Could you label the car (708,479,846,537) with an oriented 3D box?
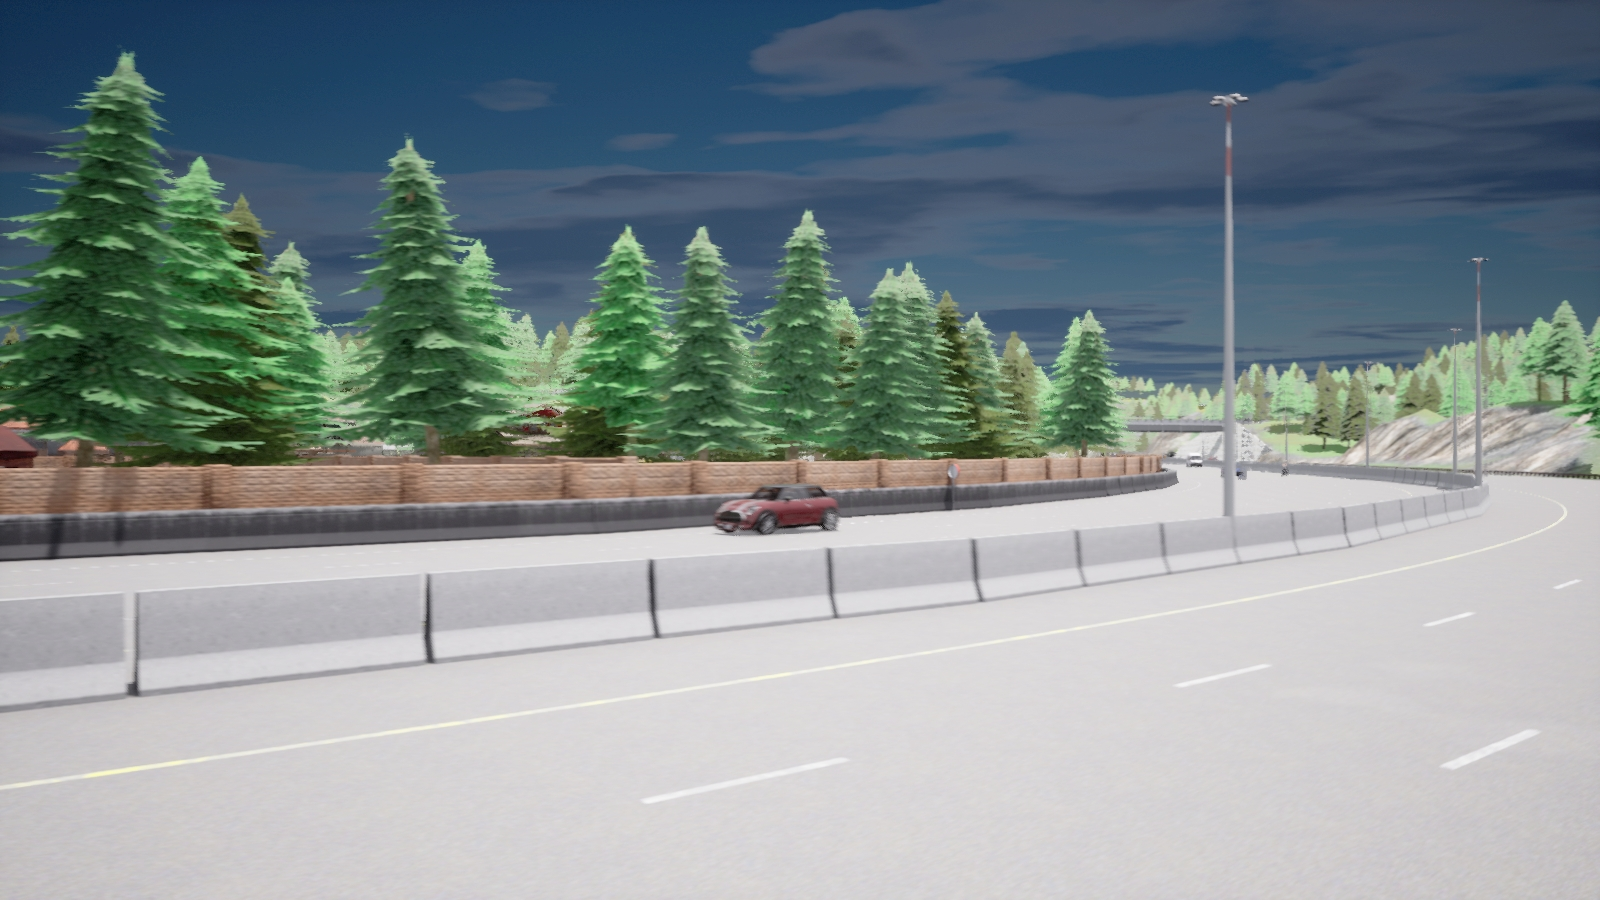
[{"bbox_3d":[-0.761,1.961,39.512,4.553,1.767,2.097,0,0,-44],"label":"car"}]
